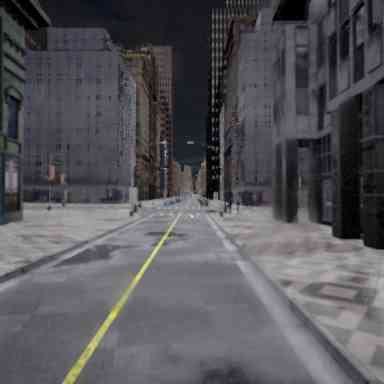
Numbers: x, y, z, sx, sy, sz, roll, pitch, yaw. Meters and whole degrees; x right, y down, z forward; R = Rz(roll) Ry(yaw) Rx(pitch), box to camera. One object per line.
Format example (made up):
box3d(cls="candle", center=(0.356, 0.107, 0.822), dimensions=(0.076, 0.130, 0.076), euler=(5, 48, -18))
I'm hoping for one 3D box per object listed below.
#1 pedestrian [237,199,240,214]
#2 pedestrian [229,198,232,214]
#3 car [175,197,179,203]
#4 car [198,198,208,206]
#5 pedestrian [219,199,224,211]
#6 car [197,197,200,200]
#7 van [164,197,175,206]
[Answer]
box3d(cls="pedestrian", center=(5.640, 1.706, 40.631), dimensions=(0.375, 1.860, 0.375), euler=(0, -1, 0))
box3d(cls="pedestrian", center=(4.640, 1.672, 40.032), dimensions=(0.375, 1.860, 0.375), euler=(0, -1, 0))
box3d(cls="car", center=(-5.509, 2.564, 94.512), dimensions=(1.967, 1.590, 4.097), euler=(0, -1, 0))
box3d(cls="car", center=(2.901, 2.509, 77.508), dimensions=(1.947, 1.339, 4.313), euler=(0, -1, 0))
box3d(cls="pedestrian", center=(3.640, 1.672, 41.232), dimensions=(0.375, 1.860, 0.375), euler=(0, -1, 0))
box3d(cls="car", center=(3.015, 2.704, 94.455), dimensions=(1.802, 1.307, 4.206), euler=(0, -1, 0))
box3d(cls="van", center=(-5.623, 2.286, 77.567), dimensions=(1.690, 1.788, 3.998), euler=(0, -1, 0))
